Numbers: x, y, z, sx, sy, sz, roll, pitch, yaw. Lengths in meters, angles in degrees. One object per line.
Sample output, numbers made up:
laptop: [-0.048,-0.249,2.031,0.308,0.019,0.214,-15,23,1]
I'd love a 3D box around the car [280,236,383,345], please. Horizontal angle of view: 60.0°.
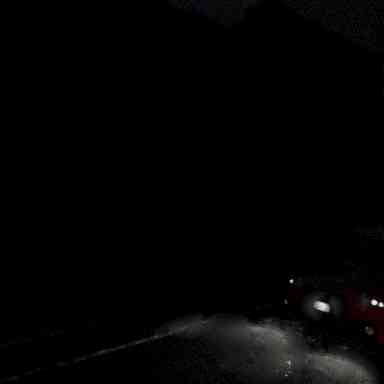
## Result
car: [3.611,1.576,6.254,4.181,1.385,1.994,0,0,-35]
